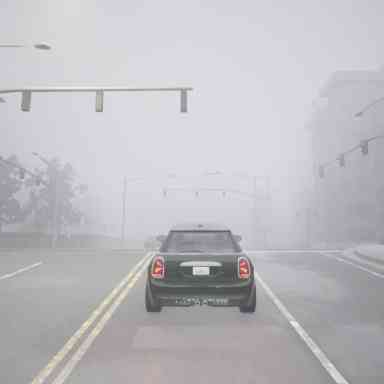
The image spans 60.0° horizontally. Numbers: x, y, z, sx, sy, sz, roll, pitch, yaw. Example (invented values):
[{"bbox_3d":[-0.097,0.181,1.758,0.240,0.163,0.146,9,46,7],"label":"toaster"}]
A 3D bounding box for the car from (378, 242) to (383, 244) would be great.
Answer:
[{"bbox_3d":[17.227,4.286,26.185,4.892,1.490,1.837,5,-10,1],"label":"car"}]

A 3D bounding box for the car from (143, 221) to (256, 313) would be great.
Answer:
[{"bbox_3d":[0.179,1.489,8.147,2.097,1.767,4.553,0,-1,0],"label":"car"}]

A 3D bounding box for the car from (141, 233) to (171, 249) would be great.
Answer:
[{"bbox_3d":[-3.508,5.035,33.576,1.837,1.490,4.892,-1,-10,8],"label":"car"}]
